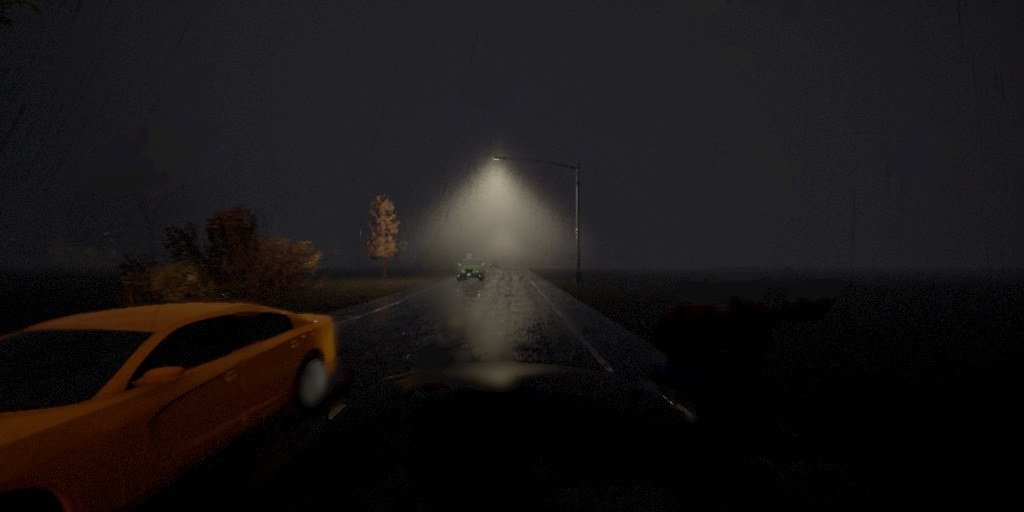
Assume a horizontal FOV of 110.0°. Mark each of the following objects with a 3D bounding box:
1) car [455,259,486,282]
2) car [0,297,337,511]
[{"bbox_3d":[-3.597,1.259,32.736,2.150,2.045,5.566,0,-1,0],"label":"car"},{"bbox_3d":[-3.600,1.243,3.406,1.882,1.535,5.008,0,-1,0],"label":"car"}]
